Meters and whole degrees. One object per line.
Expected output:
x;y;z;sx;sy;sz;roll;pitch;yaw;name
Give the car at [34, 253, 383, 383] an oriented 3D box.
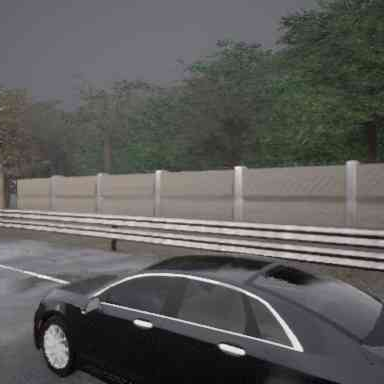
0.066;1.506;3.943;4.892;1.490;1.837;0;0;35;car
